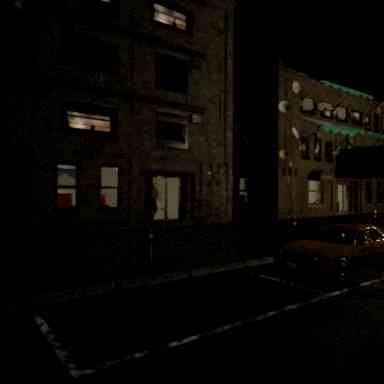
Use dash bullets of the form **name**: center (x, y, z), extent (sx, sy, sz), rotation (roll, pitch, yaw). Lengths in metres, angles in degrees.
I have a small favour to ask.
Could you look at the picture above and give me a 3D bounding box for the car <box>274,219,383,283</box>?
- **car**: center (4.446, 1.524, 9.721), extent (4.829, 1.417, 1.752), rotation (0, 1, -35)
